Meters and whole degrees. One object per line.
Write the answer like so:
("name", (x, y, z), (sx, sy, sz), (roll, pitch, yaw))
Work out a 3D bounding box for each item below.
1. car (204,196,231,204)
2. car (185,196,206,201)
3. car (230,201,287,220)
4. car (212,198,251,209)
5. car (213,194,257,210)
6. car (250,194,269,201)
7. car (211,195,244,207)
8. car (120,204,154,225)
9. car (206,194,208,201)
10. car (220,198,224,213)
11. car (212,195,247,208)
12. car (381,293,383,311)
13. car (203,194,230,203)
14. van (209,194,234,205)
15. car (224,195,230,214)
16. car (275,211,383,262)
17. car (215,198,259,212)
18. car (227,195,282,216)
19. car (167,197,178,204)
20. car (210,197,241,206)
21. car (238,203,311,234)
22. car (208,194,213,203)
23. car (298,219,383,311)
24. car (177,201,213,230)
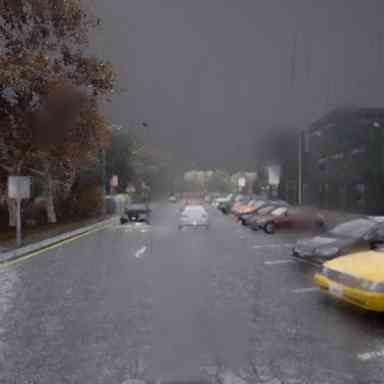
("car", (5.444, 1.630, 70.010), (5.366, 1.575, 1.946), (1, 0, -20))
("car", (0.229, 1.392, 40.126), (2.097, 1.767, 4.553), (0, 0, 0))
("car", (5.334, 1.523, 22.018), (4.792, 1.488, 2.163), (1, 0, -20))
("car", (5.480, 1.572, 46.030), (4.792, 1.488, 2.163), (1, 0, -20))
("car", (5.419, 1.260, 34.014), (5.566, 2.045, 2.435), (1, 0, -20))
("car", (18.676, 1.487, 92.051), (2.435, 2.045, 5.566), (0, 0, -21))
("car", (5.511, 1.437, 52.046), (4.553, 1.767, 2.185), (1, 0, -20))
("car", (-3.910, 1.574, 24.282), (1.994, 1.385, 4.181), (0, 0, 0))
("car", (5.581, 1.598, 61.065), (5.008, 1.535, 2.097), (1, -1, -20))
("car", (5.407, 1.546, 31.036), (4.674, 1.452, 2.002), (1, 0, -20))
("car", (5.493, 1.426, 49.045), (4.553, 1.767, 2.185), (1, 0, -20))
("car", (5.136, 1.481, 3.960), (5.366, 1.575, 1.946), (1, 0, -20))
("car", (5.655, 1.410, 76.103), (5.566, 2.045, 2.435), (1, -1, -20))
("van", (5.712, 1.387, 64.111), (4.442, 1.987, 1.878), (1, -1, -20))
("car", (5.426, 1.376, 28.040), (4.553, 1.767, 2.185), (1, 0, -20))
("car", (5.327, 1.489, 10.026), (4.892, 1.521, 2.231), (1, 0, -20))
("car", (5.439, 1.555, 40.029), (4.792, 1.488, 2.163), (1, 0, -20))
("car", (5.409, 1.372, 25.038), (4.553, 1.767, 2.185), (1, 0, -20))
("car", (-3.828, 1.653, 65.807), (1.812, 1.442, 4.674), (0, 0, 0))
("car", (5.560, 1.615, 55.054), (4.674, 1.452, 2.002), (1, 0, -20))
("car", (5.350, 1.532, 19.027), (4.674, 1.452, 2.002), (1, 0, -20))
("car", (5.464, 1.281, 43.031), (5.566, 2.045, 2.435), (1, 0, -20))
("car", (5.139, 1.482, 6.962), (5.366, 1.575, 1.946), (1, 0, -20))
("car", (0.151, 1.533, 21.123), (1.812, 1.442, 4.674), (0, 0, 0))
